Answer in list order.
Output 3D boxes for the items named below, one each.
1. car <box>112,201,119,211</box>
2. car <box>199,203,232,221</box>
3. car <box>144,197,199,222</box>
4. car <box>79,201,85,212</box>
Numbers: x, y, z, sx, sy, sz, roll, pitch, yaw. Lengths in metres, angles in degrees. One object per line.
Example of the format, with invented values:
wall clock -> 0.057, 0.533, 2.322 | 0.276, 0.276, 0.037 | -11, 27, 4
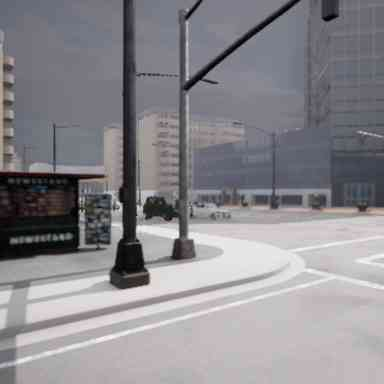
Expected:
car -> -12.308, 2.042, 49.010 | 1.812, 1.442, 4.674 | 0, -1, -35
car -> 1.573, 1.698, 29.751 | 1.812, 1.442, 4.674 | 0, -1, -35
car -> -2.166, 1.417, 28.947 | 2.150, 2.045, 5.566 | 0, -1, -36
car -> -16.140, 2.053, 48.360 | 1.837, 1.490, 4.892 | 0, -1, -36
